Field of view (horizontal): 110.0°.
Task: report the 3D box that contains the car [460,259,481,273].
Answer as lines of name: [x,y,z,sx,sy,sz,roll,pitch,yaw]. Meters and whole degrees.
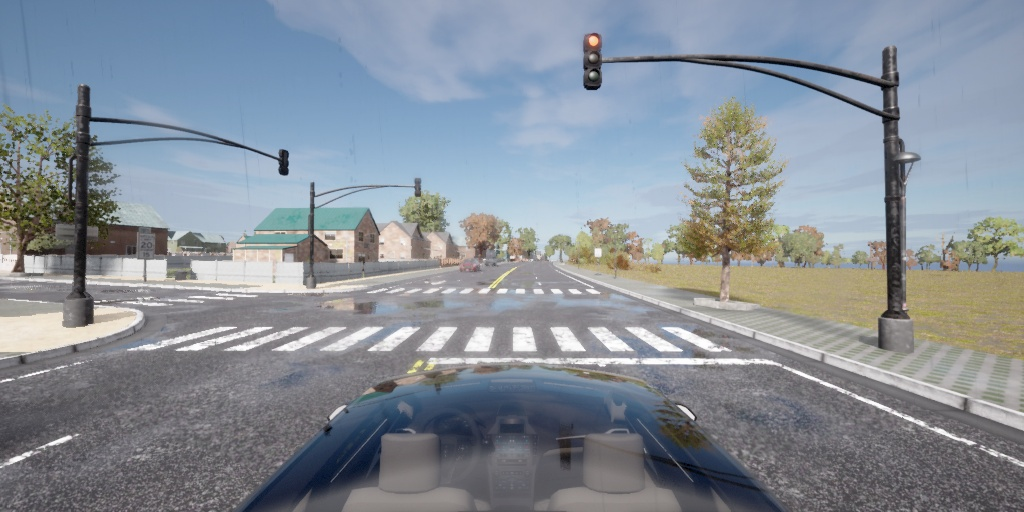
car: [-5.299,1.154,45.769,2.097,1.767,4.553,0,0,3]
